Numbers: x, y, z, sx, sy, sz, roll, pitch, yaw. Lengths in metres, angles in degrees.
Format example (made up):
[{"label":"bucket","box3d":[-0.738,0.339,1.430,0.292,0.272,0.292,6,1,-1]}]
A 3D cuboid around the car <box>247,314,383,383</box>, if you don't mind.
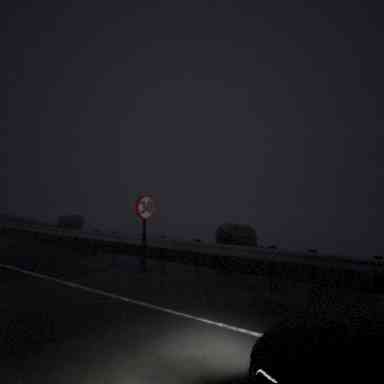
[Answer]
[{"label":"car","box3d":[2.633,1.521,2.172,4.674,1.442,1.812,0,0,35]}]
